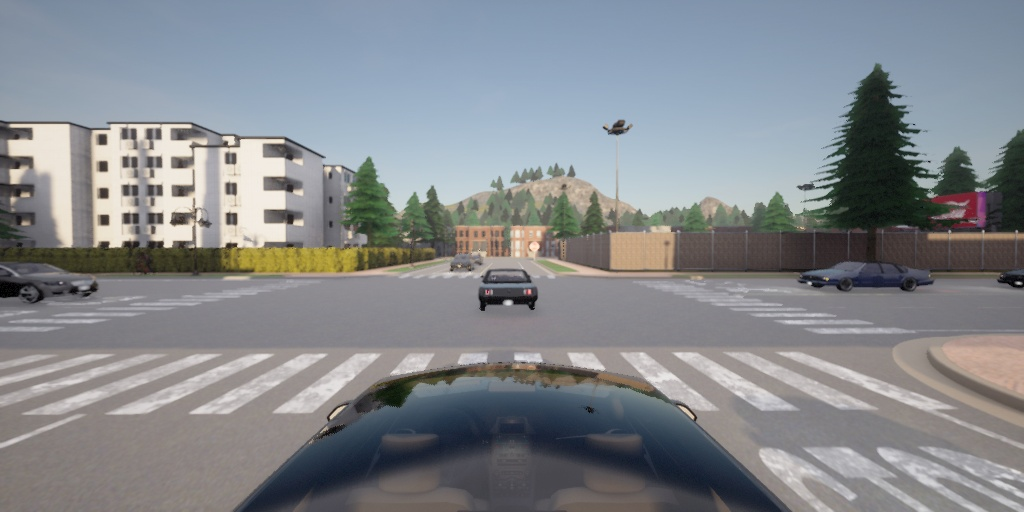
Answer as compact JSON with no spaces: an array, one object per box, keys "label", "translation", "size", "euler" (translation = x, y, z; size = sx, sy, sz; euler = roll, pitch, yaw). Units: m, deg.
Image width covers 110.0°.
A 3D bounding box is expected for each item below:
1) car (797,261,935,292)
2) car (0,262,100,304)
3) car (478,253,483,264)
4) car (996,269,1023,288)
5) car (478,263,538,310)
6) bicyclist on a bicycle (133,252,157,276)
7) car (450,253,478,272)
[{"label":"car","translation":[17.329,0.955,17.681],"size":[5.357,1.411,2.033],"euler":[0,1,0]},{"label":"car","translation":[-19.181,0.985,13.939],"size":[4.902,1.511,2.128],"euler":[0,1,-2]},{"label":"car","translation":[-4.479,0.353,42.767],"size":[2.128,1.511,4.902],"euler":[0,1,0]},{"label":"car","translation":[27.625,0.953,17.657],"size":[5.357,1.411,2.033],"euler":[0,1,0]},{"label":"car","translation":[-0.226,1.104,13.299],"size":[1.895,1.301,4.718],"euler":[0,1,-3]},{"label":"bicyclist on a bicycle","translation":[-25.415,0.564,24.819],"size":[0.582,1.620,1.656],"euler":[0,2,0]},{"label":"car","translation":[-4.414,0.585,32.455],"size":[1.837,1.490,4.892],"euler":[0,1,0]}]
